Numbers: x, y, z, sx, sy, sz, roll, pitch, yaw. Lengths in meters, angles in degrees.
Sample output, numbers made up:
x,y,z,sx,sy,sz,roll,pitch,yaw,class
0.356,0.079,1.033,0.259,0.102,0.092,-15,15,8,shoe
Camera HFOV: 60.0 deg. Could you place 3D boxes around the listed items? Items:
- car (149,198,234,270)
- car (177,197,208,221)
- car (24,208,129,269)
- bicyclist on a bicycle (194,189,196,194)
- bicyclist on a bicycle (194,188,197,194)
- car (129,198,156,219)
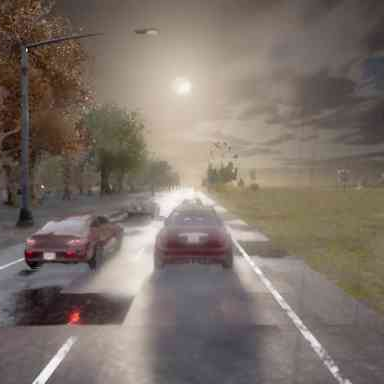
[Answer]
x,y,z,sx,sy,sz,roll,pitch,yaw,class
0.053,1.176,10.524,2.097,1.767,4.553,0,1,0,car
0.046,1.139,24.593,2.033,1.411,5.357,0,1,0,car
-3.445,1.351,10.409,1.812,1.442,4.674,0,1,1,car
0.967,-0.113,94.913,0.582,1.620,1.656,0,1,0,bicyclist on a bicycle
0.965,-0.048,85.908,0.659,1.776,1.843,0,1,0,bicyclist on a bicycle
-3.455,1.139,24.589,2.033,1.411,5.357,0,1,0,car
